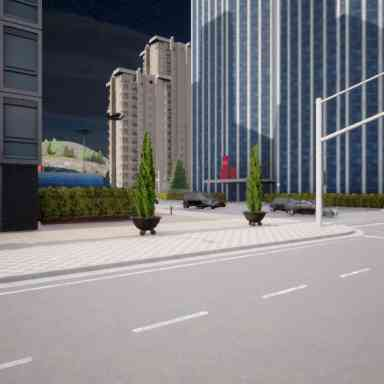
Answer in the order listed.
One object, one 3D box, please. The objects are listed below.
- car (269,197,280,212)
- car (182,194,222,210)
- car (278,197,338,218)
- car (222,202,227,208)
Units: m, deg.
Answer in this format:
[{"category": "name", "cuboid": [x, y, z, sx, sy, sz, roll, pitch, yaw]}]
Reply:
[{"category": "car", "cuboid": [10.558, 1.352, 35.600, 2.097, 1.767, 4.553, 0, 0, -36]}, {"category": "car", "cuboid": [0.962, 1.221, 42.888, 2.150, 2.045, 5.566, 0, 0, -36]}, {"category": "car", "cuboid": [10.525, 1.491, 29.687, 2.128, 1.511, 4.902, 0, 0, -36]}, {"category": "car", "cuboid": [2.701, 1.600, 46.458, 1.895, 1.301, 4.718, 0, 0, -36]}]
